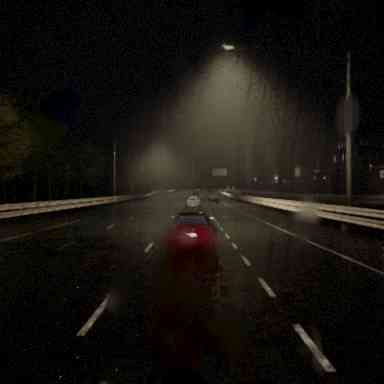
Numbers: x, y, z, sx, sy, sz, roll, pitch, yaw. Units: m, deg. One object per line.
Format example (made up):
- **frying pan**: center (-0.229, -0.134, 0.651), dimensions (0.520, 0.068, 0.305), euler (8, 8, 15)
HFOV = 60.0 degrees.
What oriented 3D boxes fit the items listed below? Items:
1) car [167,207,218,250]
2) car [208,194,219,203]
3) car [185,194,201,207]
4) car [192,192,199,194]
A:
- **car**: center (0.017, 1.550, 14.278), dimensions (1.994, 1.385, 4.181), euler (0, 0, 0)
- **car**: center (4.000, 1.203, 62.551), dimensions (2.128, 1.511, 4.902), euler (0, 0, 1)
- **car**: center (0.197, 1.363, 44.262), dimensions (1.812, 1.442, 4.674), euler (0, 0, 1)
- **car**: center (0.401, 1.257, 62.787), dimensions (2.033, 1.411, 5.357), euler (0, 0, 1)
